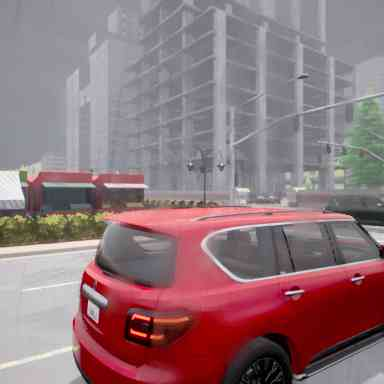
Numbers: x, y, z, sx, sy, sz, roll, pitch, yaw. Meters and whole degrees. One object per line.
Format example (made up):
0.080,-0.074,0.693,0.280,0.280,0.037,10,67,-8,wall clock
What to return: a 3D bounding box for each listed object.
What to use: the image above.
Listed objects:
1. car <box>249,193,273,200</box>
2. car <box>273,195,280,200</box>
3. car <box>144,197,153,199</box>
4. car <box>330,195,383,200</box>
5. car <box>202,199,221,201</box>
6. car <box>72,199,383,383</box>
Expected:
11.661,1.114,58.199,1.905,1.878,3.866,0,0,-36,car
14.052,1.114,59.913,1.905,1.878,3.866,0,0,-36,car
-5.620,1.422,41.703,1.882,1.535,5.008,0,0,-36,car
10.595,1.204,19.361,2.150,2.045,5.566,0,0,-36,car
2.091,1.422,31.076,1.882,1.535,5.008,0,0,-36,car
1.259,1.221,4.687,5.566,2.045,2.150,0,0,-35,car
